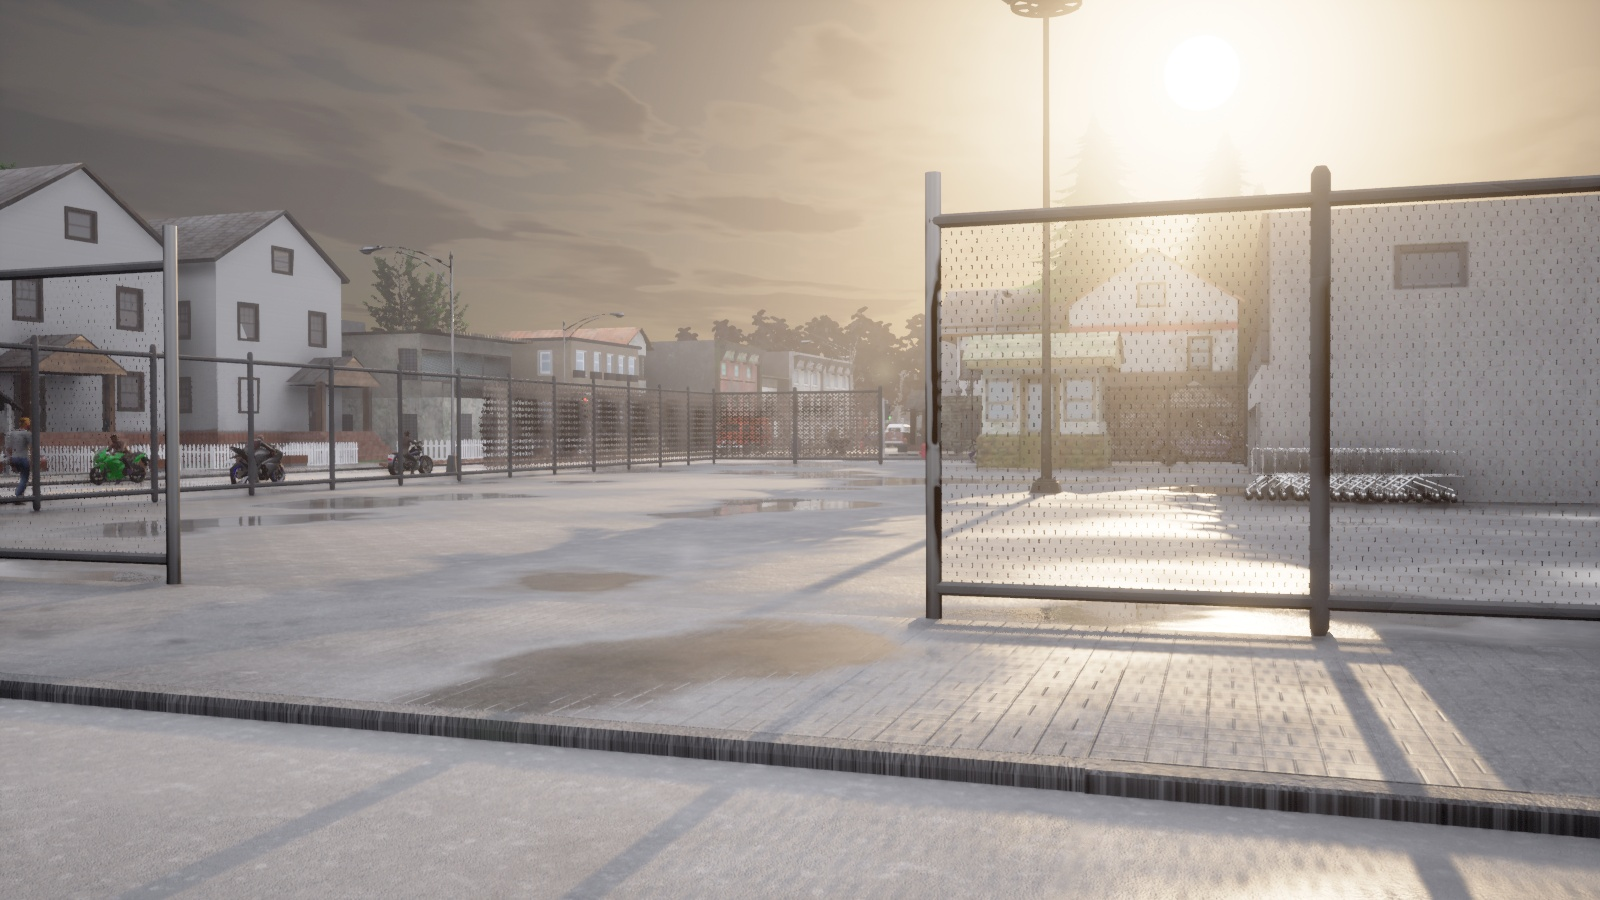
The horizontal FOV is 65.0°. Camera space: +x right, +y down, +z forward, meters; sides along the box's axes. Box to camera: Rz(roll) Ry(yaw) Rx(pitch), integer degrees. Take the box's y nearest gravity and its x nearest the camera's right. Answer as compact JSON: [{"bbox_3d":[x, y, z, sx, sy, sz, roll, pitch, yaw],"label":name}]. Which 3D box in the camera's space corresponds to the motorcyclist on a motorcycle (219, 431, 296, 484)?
[{"bbox_3d":[-16.126,0.202,37.396,0.866,1.530,2.191,1,1,19],"label":"motorcyclist on a motorcycle"}]

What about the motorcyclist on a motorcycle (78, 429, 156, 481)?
[{"bbox_3d":[-20.337,0.133,37.445,0.797,1.523,2.044,1,1,19],"label":"motorcyclist on a motorcycle"}]

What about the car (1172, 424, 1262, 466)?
[{"bbox_3d":[19.228,-0.234,57.972,3.866,1.878,1.905,1,1,18],"label":"car"}]

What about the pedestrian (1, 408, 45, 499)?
[{"bbox_3d":[-15.880,0.066,25.664,0.354,1.836,0.706,0,1,16],"label":"pedestrian"}]

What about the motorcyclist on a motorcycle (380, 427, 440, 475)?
[{"bbox_3d":[-13.768,0.014,44.441,0.766,1.649,2.350,1,1,20],"label":"motorcyclist on a motorcycle"}]

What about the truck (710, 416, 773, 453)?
[{"bbox_3d":[-3.928,-1.048,85.791,2.627,2.467,5.204,1,1,18],"label":"truck"}]

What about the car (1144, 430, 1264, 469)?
[{"bbox_3d":[17.497,-0.048,54.403,4.856,1.649,2.033,0,1,21],"label":"car"}]
